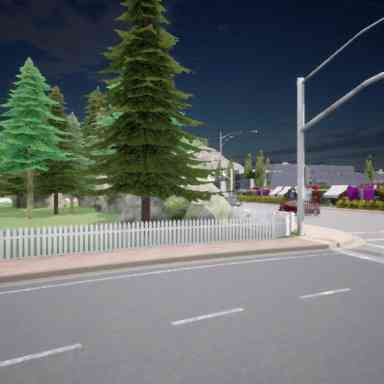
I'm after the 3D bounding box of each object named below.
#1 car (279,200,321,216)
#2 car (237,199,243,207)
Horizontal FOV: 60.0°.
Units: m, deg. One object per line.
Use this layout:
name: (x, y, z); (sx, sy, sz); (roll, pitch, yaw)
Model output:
car: (10.590, 1.531, 32.888); (1.882, 1.535, 5.008); (0, 0, -17)
car: (5.793, 1.544, 48.984); (2.128, 1.511, 4.902); (0, 0, -16)
